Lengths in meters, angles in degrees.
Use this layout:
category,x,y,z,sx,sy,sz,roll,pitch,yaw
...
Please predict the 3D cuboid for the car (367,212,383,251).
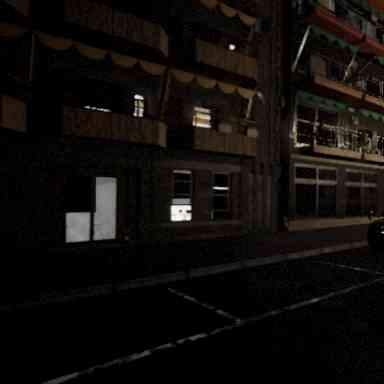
category,x,y,z,sx,sy,sz,roll,pitch,yaw
car,8.822,1.316,12.824,5.009,1.841,2.192,0,1,-35
